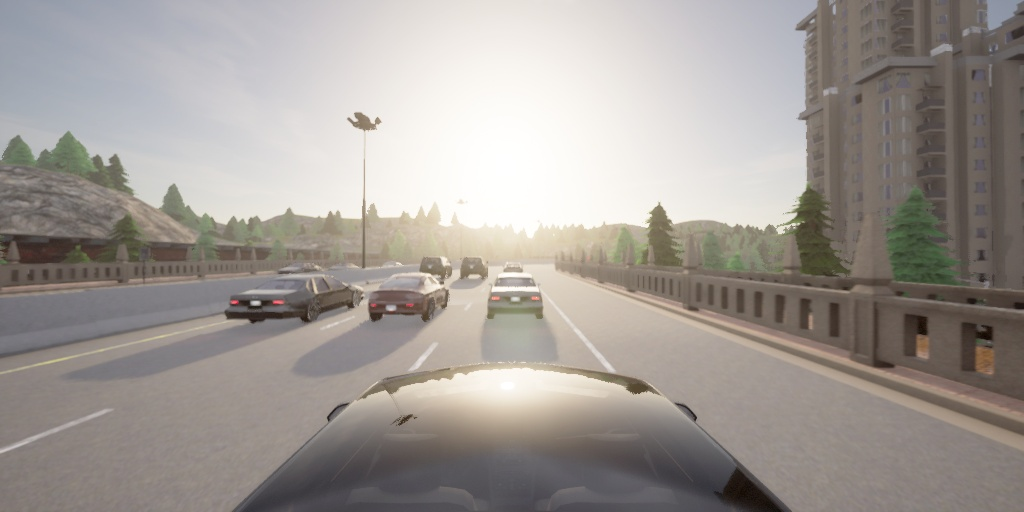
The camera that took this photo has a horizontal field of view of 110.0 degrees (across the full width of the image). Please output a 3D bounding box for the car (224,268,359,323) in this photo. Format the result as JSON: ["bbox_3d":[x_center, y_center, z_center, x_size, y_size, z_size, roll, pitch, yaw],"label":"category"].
[{"bbox_3d":[-6.901,1.319,12.161,2.033,1.411,5.357,0,0,0],"label":"car"}]

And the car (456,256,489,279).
[{"bbox_3d":[-3.402,1.034,32.926,2.150,2.045,5.566,0,0,0],"label":"car"}]

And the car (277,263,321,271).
[{"bbox_3d":[-21.077,1.366,35.908,2.033,1.411,5.357,0,0,0],"label":"car"}]

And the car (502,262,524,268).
[{"bbox_3d":[0.098,1.306,33.652,2.128,1.511,4.902,0,0,0],"label":"car"}]

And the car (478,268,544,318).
[{"bbox_3d":[0.099,1.321,13.054,2.033,1.411,5.357,0,0,0],"label":"car"}]

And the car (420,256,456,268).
[{"bbox_3d":[-6.902,1.034,32.908,2.150,2.045,5.566,0,0,0],"label":"car"}]

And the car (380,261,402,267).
[{"bbox_3d":[-13.975,1.356,41.498,1.812,1.442,4.674,0,0,1],"label":"car"}]

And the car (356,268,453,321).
[{"bbox_3d":[-3.415,1.298,12.418,1.812,1.442,4.674,0,0,0],"label":"car"}]

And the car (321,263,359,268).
[{"bbox_3d":[-17.531,1.386,37.322,1.994,1.385,4.181,0,0,1],"label":"car"}]
